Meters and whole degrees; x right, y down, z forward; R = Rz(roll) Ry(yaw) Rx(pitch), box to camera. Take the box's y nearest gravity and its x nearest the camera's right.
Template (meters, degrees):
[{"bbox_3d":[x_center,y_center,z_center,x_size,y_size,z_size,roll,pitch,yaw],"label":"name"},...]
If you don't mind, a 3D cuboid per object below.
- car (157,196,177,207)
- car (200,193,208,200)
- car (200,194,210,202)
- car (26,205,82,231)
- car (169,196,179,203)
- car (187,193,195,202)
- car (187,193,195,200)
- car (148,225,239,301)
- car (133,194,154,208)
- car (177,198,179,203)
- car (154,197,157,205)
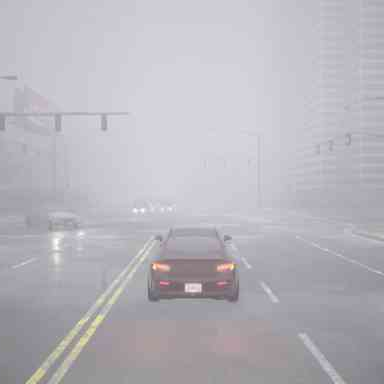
[{"bbox_3d":[-3.805,1.563,51.019,1.994,1.385,4.181,0,0,0],"label":"car"},{"bbox_3d":[3.132,1.184,88.267,2.097,1.767,4.553,0,0,0],"label":"car"},{"bbox_3d":[3.175,1.515,77.979,2.128,1.511,4.902,0,0,0],"label":"car"},{"bbox_3d":[-8.754,1.525,20.818,4.674,1.442,1.812,0,-1,42],"label":"car"},{"bbox_3d":[-3.790,1.552,69.805,1.994,1.385,4.181,0,0,0],"label":"car"},{"bbox_3d":[-0.326,1.583,78.347,1.895,1.301,4.718,0,0,0],"label":"car"},{"bbox_3d":[-0.368,1.184,88.252,2.097,1.767,4.553,0,0,0],"label":"car"},{"bbox_3d":[0.031,1.526,8.170,1.812,1.442,4.674,0,0,0],"label":"car"},{"bbox_3d":[-7.297,1.491,48.411,2.128,1.511,4.902,0,0,0],"label":"car"},{"bbox_3d":[-3.823,1.525,59.796,1.812,1.442,4.674,0,0,0],"label":"car"},{"bbox_3d":[-7.322,1.600,57.682,1.895,1.301,4.718,0,0,0],"label":"car"}]
